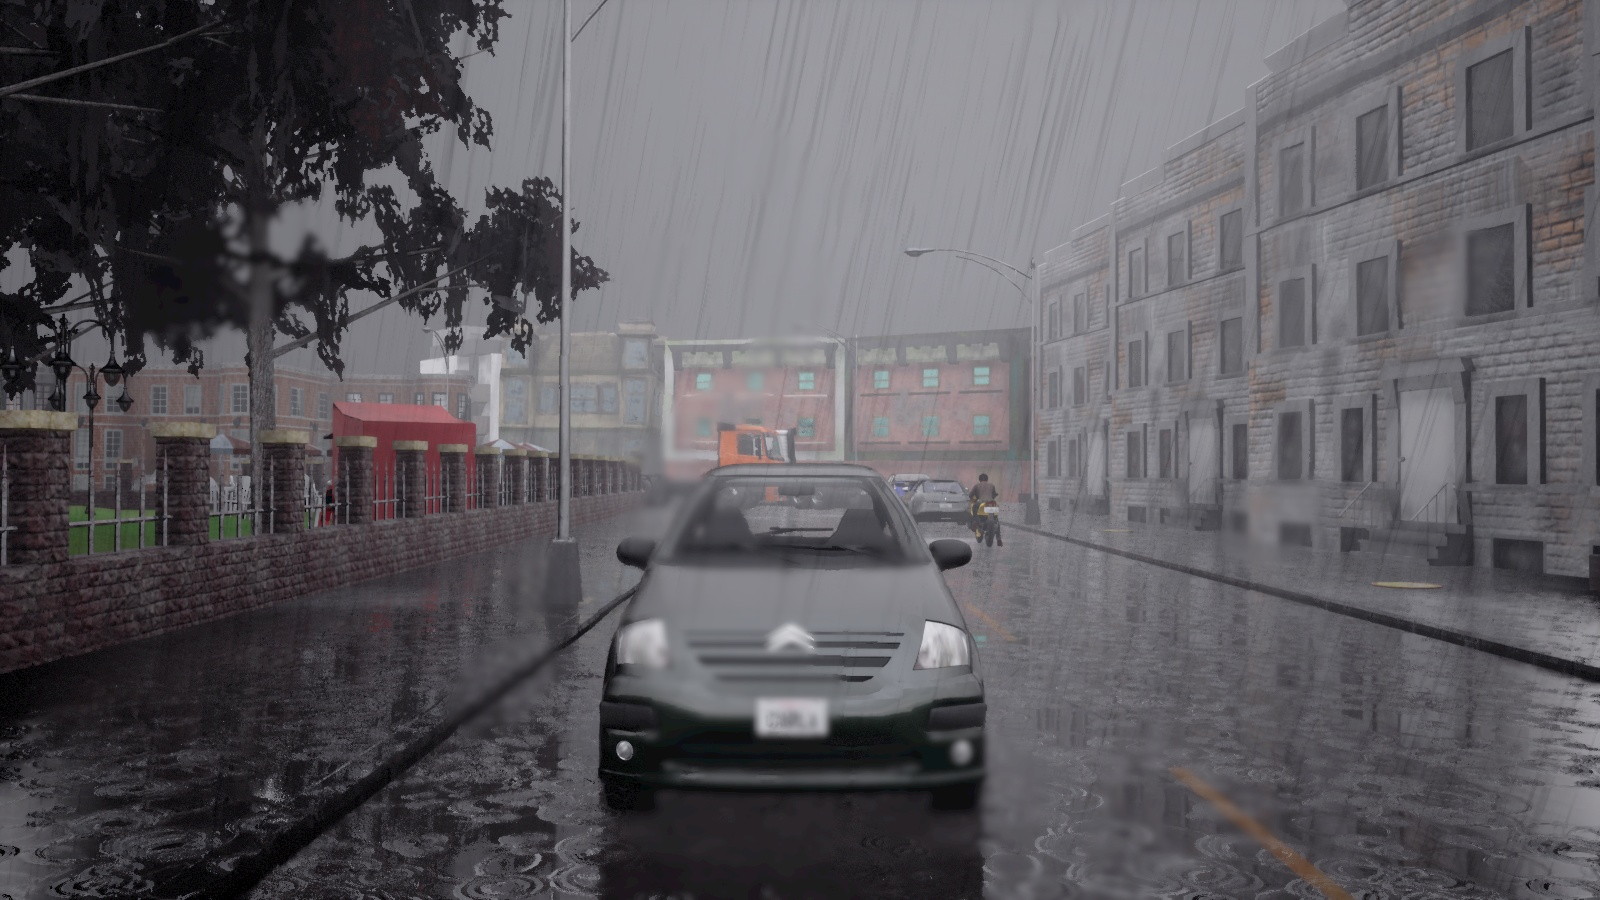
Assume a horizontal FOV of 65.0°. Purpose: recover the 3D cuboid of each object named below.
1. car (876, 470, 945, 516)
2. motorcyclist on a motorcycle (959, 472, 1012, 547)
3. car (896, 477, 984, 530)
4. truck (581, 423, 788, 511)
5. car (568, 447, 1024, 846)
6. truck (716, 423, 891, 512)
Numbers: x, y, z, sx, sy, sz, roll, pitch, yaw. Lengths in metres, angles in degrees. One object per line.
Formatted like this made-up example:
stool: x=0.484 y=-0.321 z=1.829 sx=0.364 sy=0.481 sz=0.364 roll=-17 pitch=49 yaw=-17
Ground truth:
car: x=3.843 y=1.489 z=44.325 sx=2.007 sy=1.525 sz=4.514 roll=0 pitch=-1 yaw=-1
motorcyclist on a motorcycle: x=3.910 y=1.226 z=26.584 sx=0.797 sy=1.523 sz=2.044 roll=0 pitch=-1 yaw=0
car: x=3.885 y=1.458 z=35.530 sx=1.994 sy=1.385 sz=4.181 roll=0 pitch=-1 yaw=-1
truck: x=-4.659 y=0.702 z=51.382 sx=7.936 sy=3.462 sz=2.891 roll=0 pitch=-2 yaw=10
car: x=-0.023 y=0.832 z=7.114 sx=1.851 sy=1.617 sz=3.988 roll=0 pitch=-1 yaw=0
truck: x=0.009 y=0.738 z=53.576 sx=2.891 sy=3.462 sz=7.936 roll=-2 pitch=1 yaw=-41
